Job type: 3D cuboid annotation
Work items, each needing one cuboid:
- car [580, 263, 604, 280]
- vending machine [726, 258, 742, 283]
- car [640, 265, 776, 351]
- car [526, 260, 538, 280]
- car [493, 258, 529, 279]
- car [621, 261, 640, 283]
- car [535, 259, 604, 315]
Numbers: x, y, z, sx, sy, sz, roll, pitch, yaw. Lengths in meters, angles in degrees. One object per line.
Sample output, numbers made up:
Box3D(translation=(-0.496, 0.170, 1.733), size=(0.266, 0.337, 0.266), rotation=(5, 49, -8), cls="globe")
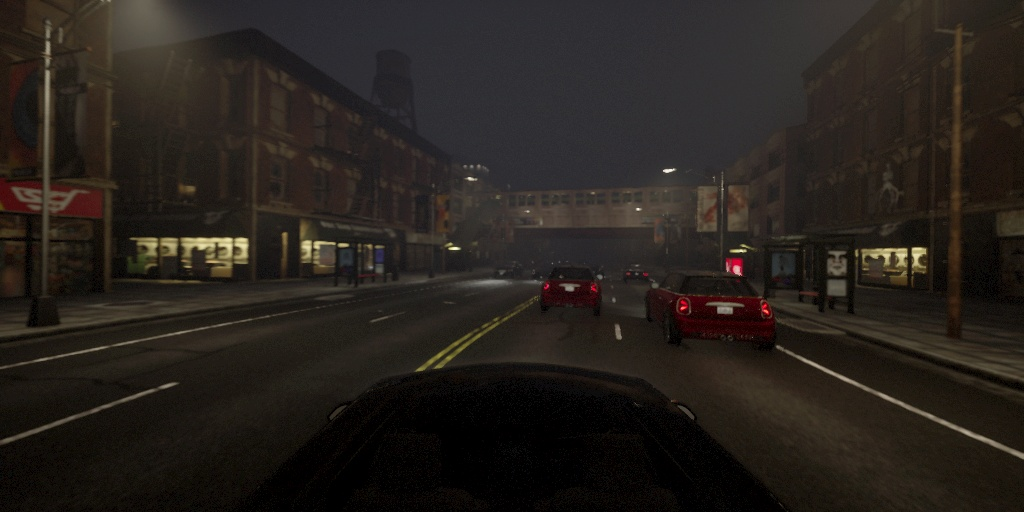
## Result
Box3D(translation=(7.570, 1.387, 33.731), size=(1.994, 1.385, 4.181), rotation=(1, 0, 15), cls="car")
Box3D(translation=(17.090, 1.154, 27.621), size=(1.100, 2.100, 0.880), rotation=(0, 0, 15), cls="vending machine")
Box3D(translation=(4.909, 1.161, 9.577), size=(2.097, 1.767, 4.553), rotation=(1, 0, 12), cls="car")
Box3D(translation=(3.034, 1.311, 31.085), size=(2.033, 1.411, 5.357), rotation=(1, 0, 15), cls="car")
Box3D(translation=(-0.234, 1.209, 32.397), size=(2.128, 1.511, 4.902), rotation=(1, 0, 15), cls="car")
Box3D(translation=(10.011, 1.408, 29.308), size=(2.033, 1.411, 5.357), rotation=(1, 0, 15), cls="car")
Box3D(translation=(2.434, 1.123, 14.085), size=(2.097, 1.767, 4.553), rotation=(1, 0, 14), cls="car")
